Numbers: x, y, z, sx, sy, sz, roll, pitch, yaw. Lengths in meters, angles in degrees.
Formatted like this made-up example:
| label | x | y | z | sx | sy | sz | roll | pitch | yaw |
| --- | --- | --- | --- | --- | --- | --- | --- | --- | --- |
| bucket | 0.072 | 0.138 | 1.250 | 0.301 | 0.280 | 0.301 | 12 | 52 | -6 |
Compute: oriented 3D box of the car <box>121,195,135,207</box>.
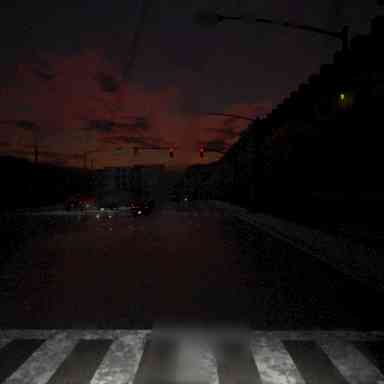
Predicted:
| label | x | y | z | sx | sy | sz | roll | pitch | yaw |
| --- | --- | --- | --- | --- | --- | --- | --- | --- | --- |
| car | -10.631 | 1.593 | 51.401 | 1.895 | 1.301 | 4.718 | 0 | 0 | 0 |

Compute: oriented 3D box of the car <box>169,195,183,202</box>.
| label | x | y | z | sx | sy | sz | roll | pitch | yaw |
| --- | --- | --- | --- | --- | --- | --- | --- | --- | --- |
| car | -3.601 | 1.581 | 72.451 | 1.895 | 1.301 | 4.718 | 0 | 0 | -3 |

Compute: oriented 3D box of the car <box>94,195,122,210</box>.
| label | x | y | z | sx | sy | sz | roll | pitch | yaw |
| --- | --- | --- | --- | --- | --- | --- | --- | --- | --- |
| car | -10.628 | 1.519 | 42.296 | 1.812 | 1.442 | 4.674 | 0 | 0 | 0 |

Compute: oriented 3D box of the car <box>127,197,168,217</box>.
| label | x | y | z | sx | sy | sz | roll | pitch | yaw |
| --- | --- | --- | --- | --- | --- | --- | --- | --- | --- |
| car | -4.055 | 1.500 | 31.014 | 1.837 | 1.490 | 4.892 | 1 | 0 | 11 |

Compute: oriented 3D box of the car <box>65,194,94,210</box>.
| label | x | y | z | sx | sy | sz | roll | pitch | yaw |
| --- | --- | --- | --- | --- | --- | --- | --- | --- | --- |
| car | -14.132 | 1.215 | 42.089 | 2.150 | 2.045 | 5.566 | 0 | 0 | 1 |

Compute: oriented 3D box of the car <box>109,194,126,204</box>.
| label | x | y | z | sx | sy | sz | roll | pitch | yaw |
| --- | --- | --- | --- | --- | --- | --- | --- | --- | --- |
| car | -14.117 | 1.342 | 63.152 | 2.097 | 1.767 | 4.553 | 0 | 0 | 0 |

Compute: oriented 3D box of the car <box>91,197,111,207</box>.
| label | x | y | z | sx | sy | sz | roll | pitch | yaw |
| --- | --- | --- | --- | --- | --- | --- | --- | --- | --- |
| car | -14.133 | 1.496 | 51.898 | 1.837 | 1.490 | 4.892 | 0 | 0 | 0 |

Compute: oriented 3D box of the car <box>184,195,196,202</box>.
| label | x | y | z | sx | sy | sz | roll | pitch | yaw |
| --- | --- | --- | --- | --- | --- | --- | --- | --- | --- |
| car | -0.113 | 1.506 | 73.392 | 2.128 | 1.511 | 4.902 | 0 | 0 | -3 |

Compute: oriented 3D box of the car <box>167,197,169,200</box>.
| label | x | y | z | sx | sy | sz | roll | pitch | yaw |
| --- | --- | --- | --- | --- | --- | --- | --- | --- | --- |
| car | -4.783 | 1.454 | 82.648 | 1.895 | 1.301 | 4.718 | 0 | 0 | -17 |
